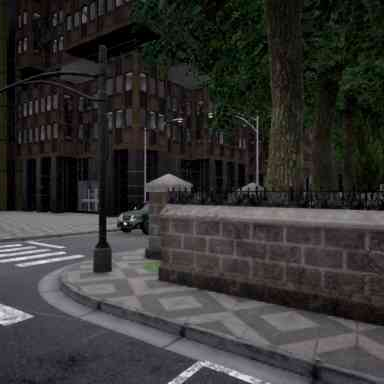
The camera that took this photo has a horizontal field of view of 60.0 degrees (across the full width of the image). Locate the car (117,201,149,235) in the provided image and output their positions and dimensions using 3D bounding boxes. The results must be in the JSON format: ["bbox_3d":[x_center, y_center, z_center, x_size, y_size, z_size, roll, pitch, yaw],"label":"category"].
[{"bbox_3d":[-2.364,1.584,22.003,2.150,2.045,5.566,0,-1,35],"label":"car"}]
